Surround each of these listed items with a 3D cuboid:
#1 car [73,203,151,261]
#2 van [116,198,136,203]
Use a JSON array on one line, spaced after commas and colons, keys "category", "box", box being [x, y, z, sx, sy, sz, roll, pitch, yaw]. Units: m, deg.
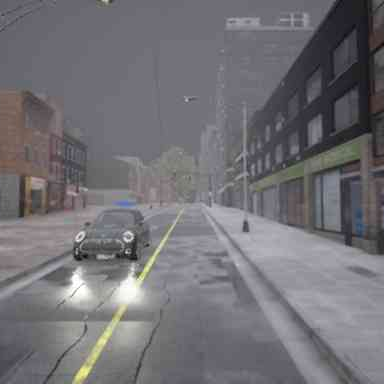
[{"category": "car", "box": [-2.841, 1.455, 12.664, 2.097, 1.767, 4.553, 0, 0, 0]}, {"category": "van", "box": [-12.875, 2.107, 64.711, 3.998, 1.788, 1.690, 0, -3, 0]}]
